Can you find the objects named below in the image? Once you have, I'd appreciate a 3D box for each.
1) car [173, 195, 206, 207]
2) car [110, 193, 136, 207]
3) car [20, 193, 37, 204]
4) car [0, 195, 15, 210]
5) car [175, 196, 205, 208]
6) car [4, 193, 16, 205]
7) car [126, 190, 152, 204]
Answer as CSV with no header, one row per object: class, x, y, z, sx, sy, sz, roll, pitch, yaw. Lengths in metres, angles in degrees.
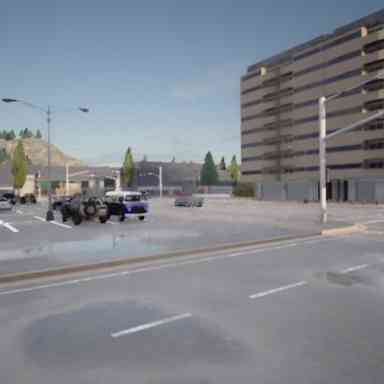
car,-0.397,1.248,47.706,2.033,1.411,5.357,-1,1,-35
car,-12.089,1.320,58.273,1.994,1.385,4.181,-1,0,-35
car,-27.259,1.081,55.358,1.932,1.855,4.605,-1,1,-35
car,-21.790,1.397,37.905,1.970,1.475,3.806,-1,1,-35
car,-0.417,1.310,41.694,1.994,1.385,4.181,-1,1,-35
car,-29.655,1.121,53.733,1.905,1.878,3.866,-1,1,-35
car,-9.248,0.539,60.301,2.150,2.045,5.566,-1,1,-35
